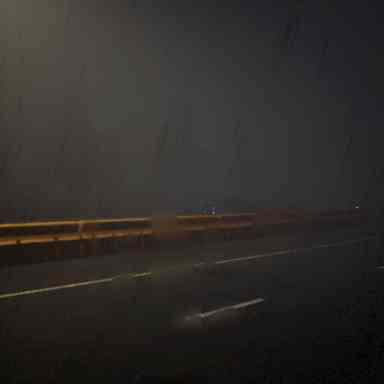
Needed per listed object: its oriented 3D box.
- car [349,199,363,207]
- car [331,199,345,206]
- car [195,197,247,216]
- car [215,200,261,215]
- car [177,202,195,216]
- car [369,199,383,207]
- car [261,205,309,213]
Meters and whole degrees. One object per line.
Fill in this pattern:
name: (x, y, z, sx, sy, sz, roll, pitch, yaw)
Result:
car: (31.039, 1.983, 62.828, 2.033, 1.411, 5.357, 0, -1, 35)
car: (28.884, 2.022, 65.878, 1.994, 1.385, 4.181, 0, -1, 35)
car: (3.361, 1.471, 32.821, 5.566, 2.045, 2.150, 1, -1, -40)
car: (4.801, 1.718, 29.514, 4.902, 1.511, 2.128, 1, -1, -39)
car: (0.684, 1.767, 35.180, 4.892, 1.490, 1.837, 0, 0, -40)
car: (33.305, 2.006, 59.944, 2.033, 1.411, 5.357, 0, 0, 35)
car: (8.101, 1.781, 27.714, 4.181, 1.385, 1.994, 0, -1, -40)
